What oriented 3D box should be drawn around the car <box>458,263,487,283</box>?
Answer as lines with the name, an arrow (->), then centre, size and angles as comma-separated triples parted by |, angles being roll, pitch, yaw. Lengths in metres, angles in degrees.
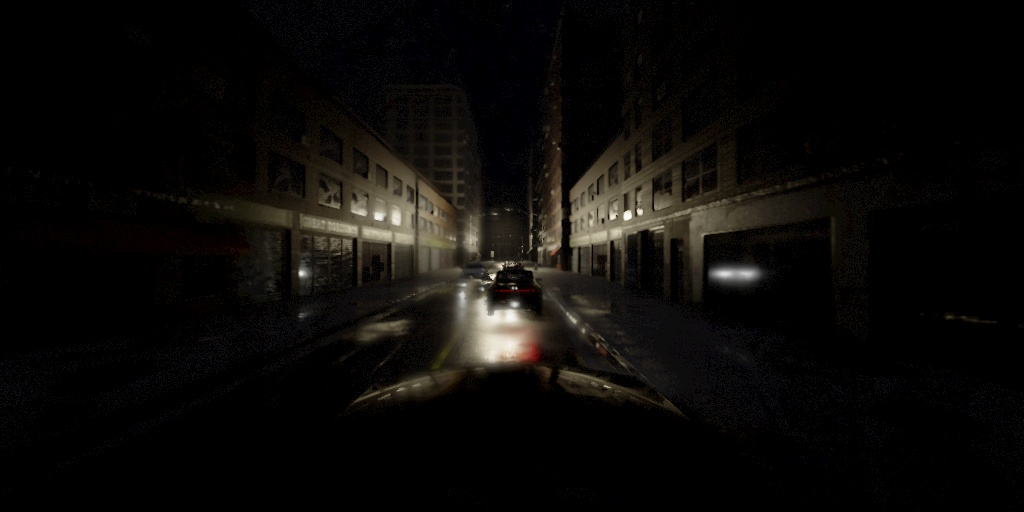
car -> -2.832, 1.235, 27.693 | 1.812, 1.442, 4.674 | 0, 0, 0

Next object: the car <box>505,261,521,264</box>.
car -> 0.100, 1.196, 31.580 | 2.128, 1.511, 4.902 | 0, 0, 0

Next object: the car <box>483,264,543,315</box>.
car -> 0.099, 1.235, 13.429 | 1.837, 1.490, 4.892 | 0, 0, 0
